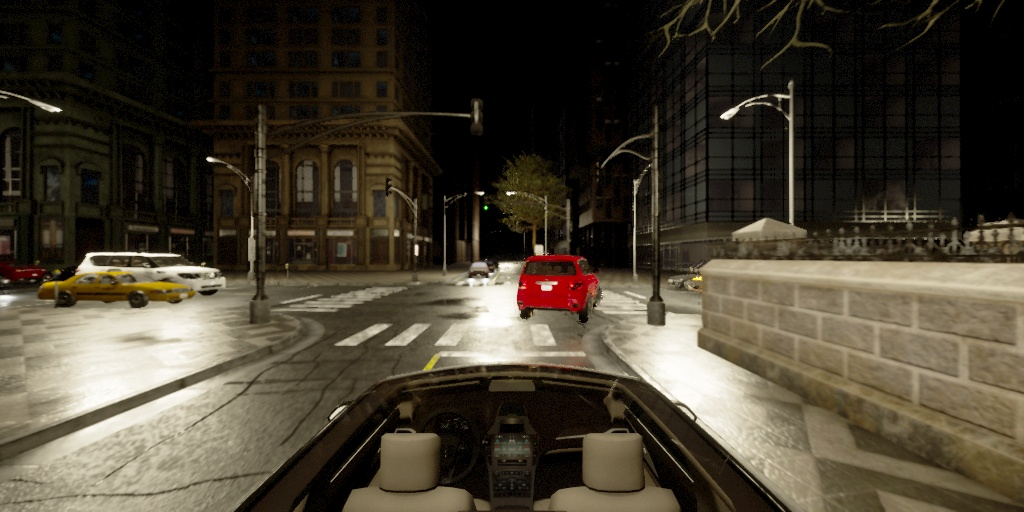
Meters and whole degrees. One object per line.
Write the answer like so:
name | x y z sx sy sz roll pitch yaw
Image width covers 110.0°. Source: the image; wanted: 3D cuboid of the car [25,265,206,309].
car | -14.944 1.173 13.702 4.829 1.417 1.751 0 0 0

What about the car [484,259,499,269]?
car | -3.021 1.217 54.184 1.994 1.385 4.181 0 0 0

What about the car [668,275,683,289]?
car | 11.917 1.428 22.080 4.403 1.370 2.007 0 0 0

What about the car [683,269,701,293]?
car | 12.358 1.352 19.416 5.008 1.535 1.882 0 0 0

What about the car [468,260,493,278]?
car | -3.129 1.295 34.386 2.033 1.411 5.357 0 0 -4

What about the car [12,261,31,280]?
car | -31.935 1.020 22.321 4.507 1.381 1.888 0 0 0

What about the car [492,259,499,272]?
car | -3.074 1.252 44.420 2.033 1.411 5.357 0 0 0

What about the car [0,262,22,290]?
car | -26.609 1.076 16.434 5.357 1.411 2.033 1 0 1

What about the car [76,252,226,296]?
car | -16.375 0.863 16.376 5.566 2.045 2.150 1 0 1

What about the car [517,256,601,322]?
car | 1.829 1.002 12.828 2.150 2.045 5.566 0 0 18
